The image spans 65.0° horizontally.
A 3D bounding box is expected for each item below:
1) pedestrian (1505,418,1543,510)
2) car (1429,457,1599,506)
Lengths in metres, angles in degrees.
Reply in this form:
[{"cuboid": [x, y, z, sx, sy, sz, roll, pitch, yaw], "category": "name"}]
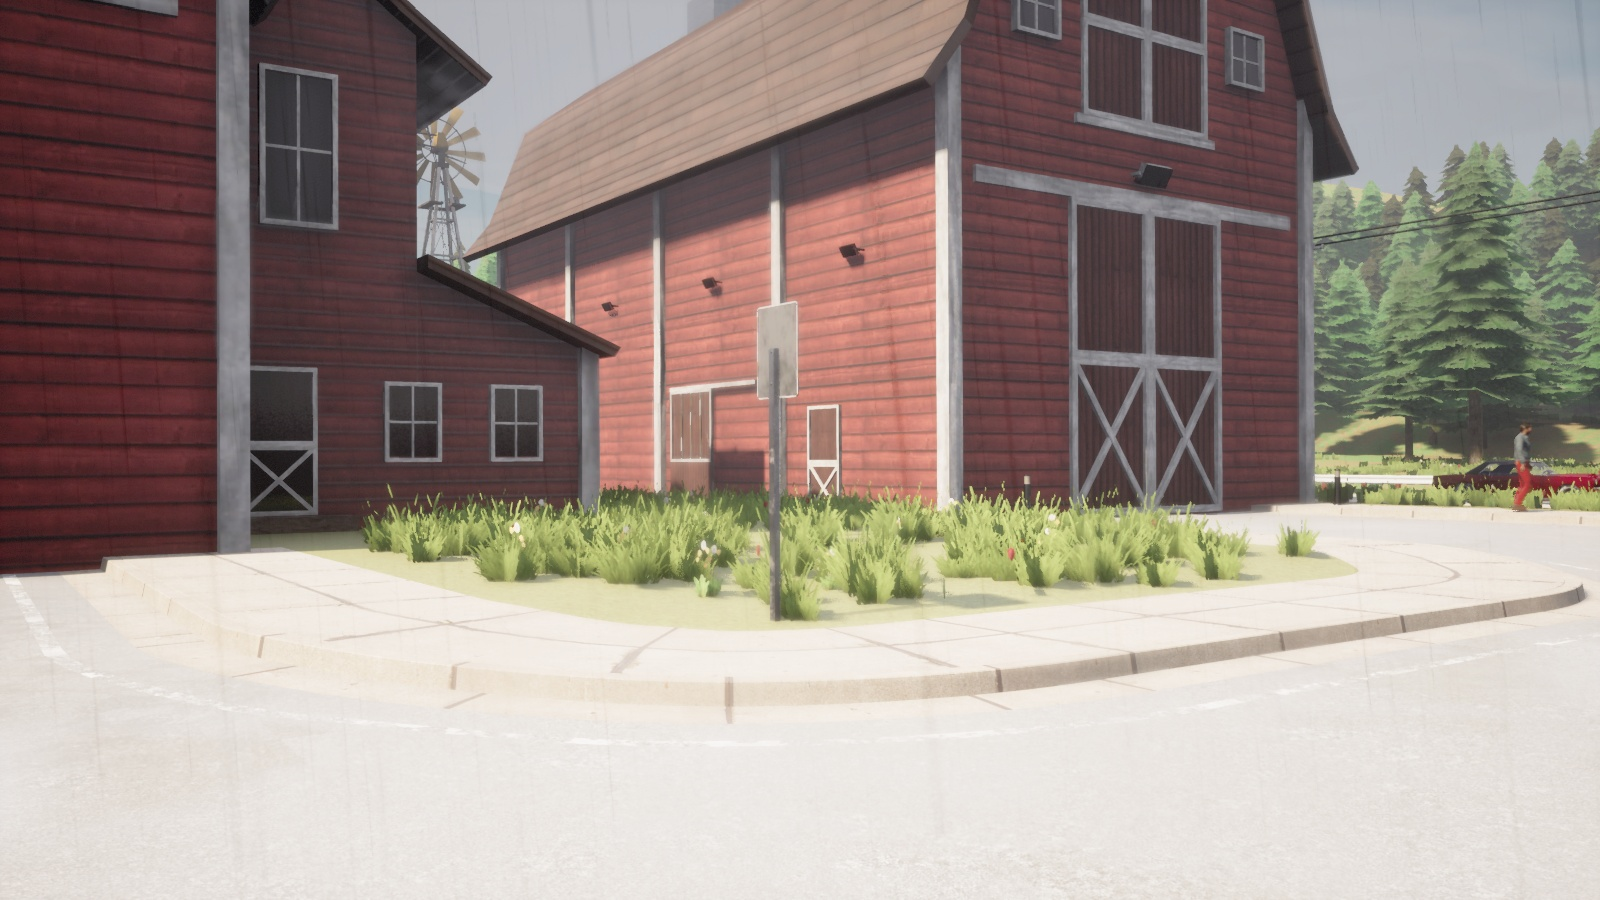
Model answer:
[{"cuboid": [14.782, 0.281, 25.628, 0.614, 1.847, 0.353, -1, 0, 36], "category": "pedestrian"}, {"cuboid": [20.995, 0.865, 36.269, 1.895, 1.301, 4.718, 0, 0, -34], "category": "car"}]
